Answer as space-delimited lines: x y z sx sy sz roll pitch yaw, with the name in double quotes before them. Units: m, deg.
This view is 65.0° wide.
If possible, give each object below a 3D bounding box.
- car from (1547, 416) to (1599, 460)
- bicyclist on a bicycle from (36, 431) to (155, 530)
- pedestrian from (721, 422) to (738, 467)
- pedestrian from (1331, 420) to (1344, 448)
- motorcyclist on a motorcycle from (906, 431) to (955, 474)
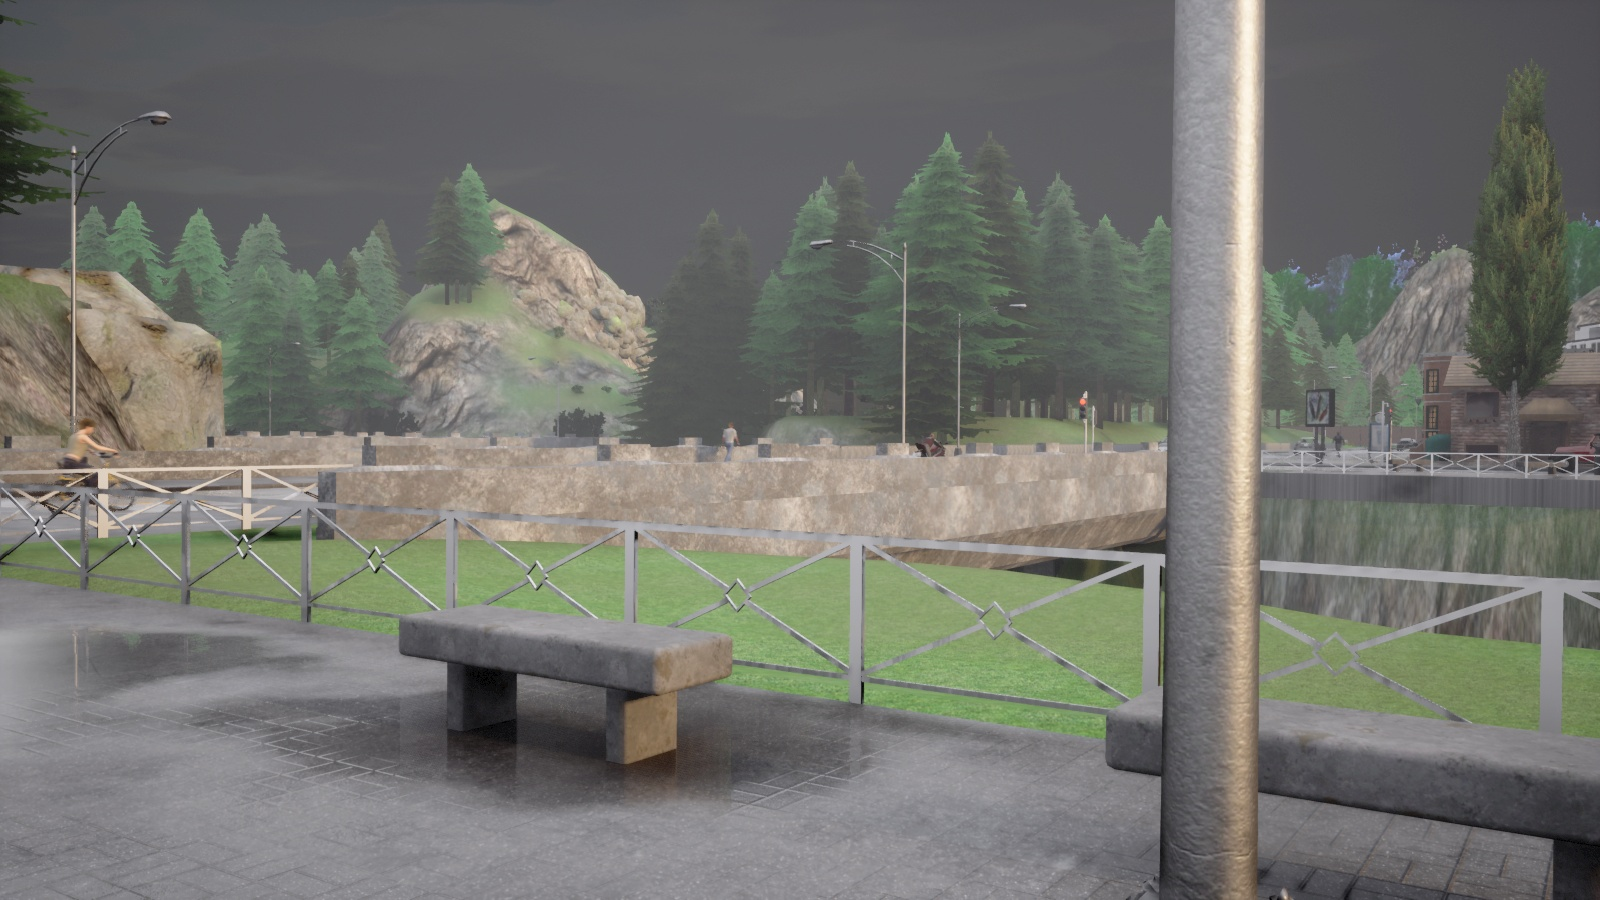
"car" 35.016 -0.540 54.957 3.866 1.878 1.905 0 1 34
"bicyclist on a bicycle" -11.925 0.485 21.295 0.866 1.612 1.509 0 1 33
"pedestrian" -2.855 -0.226 50.740 0.354 1.836 0.706 0 1 27
"pedestrian" 36.340 -1.051 84.870 0.563 1.883 0.849 0 1 39
"motorcyclist on a motorcycle" 4.851 0.086 46.644 0.866 1.530 2.191 0 1 34
